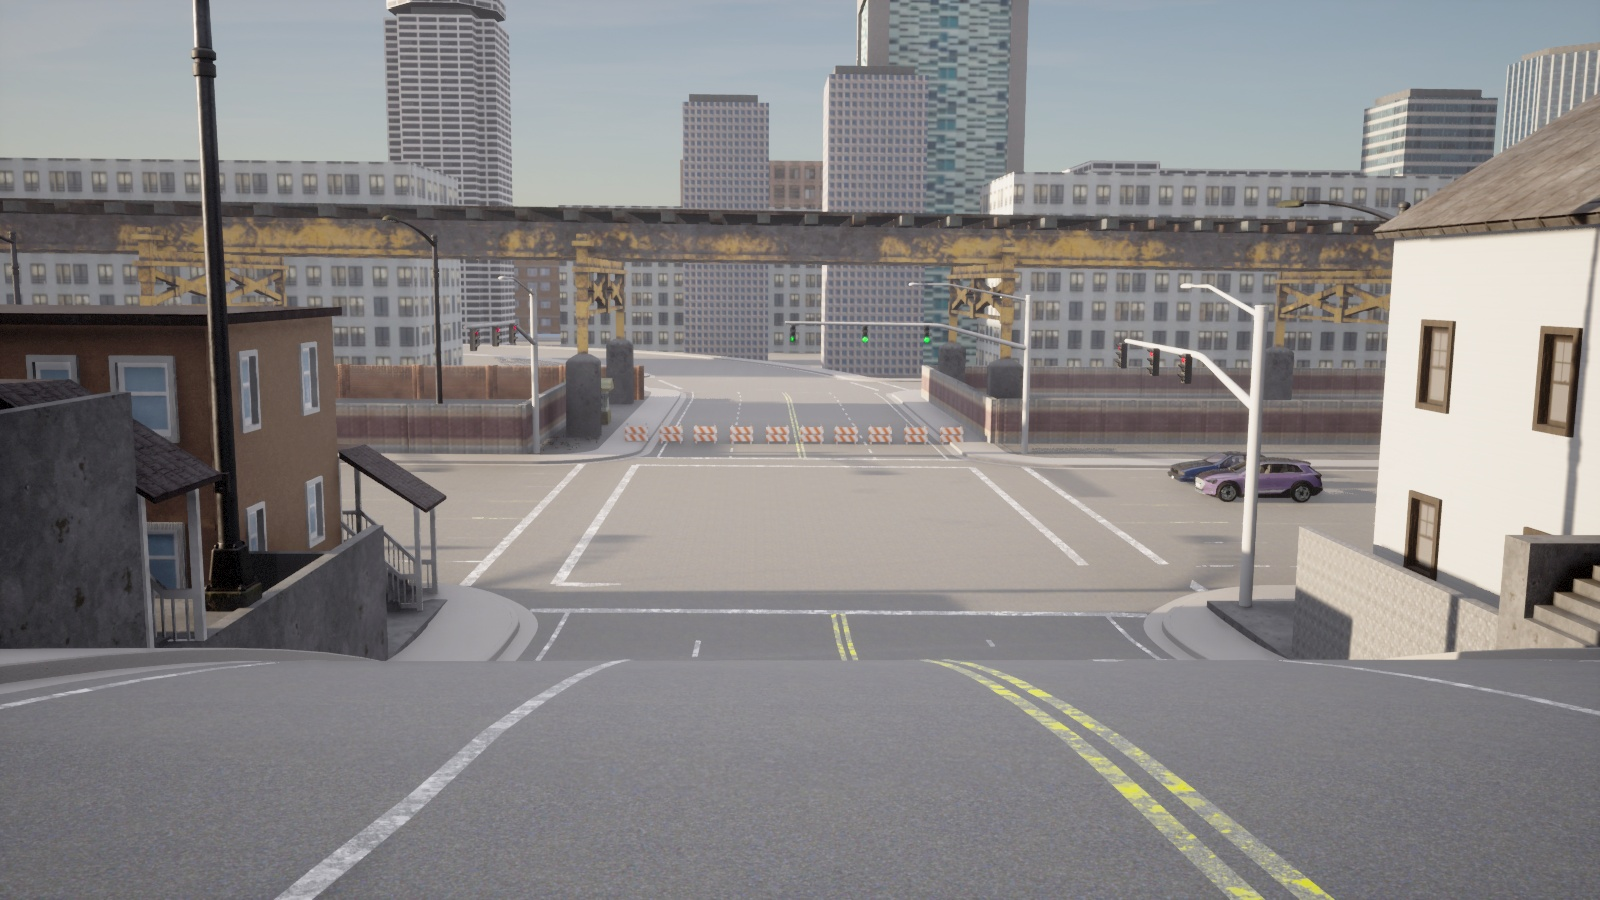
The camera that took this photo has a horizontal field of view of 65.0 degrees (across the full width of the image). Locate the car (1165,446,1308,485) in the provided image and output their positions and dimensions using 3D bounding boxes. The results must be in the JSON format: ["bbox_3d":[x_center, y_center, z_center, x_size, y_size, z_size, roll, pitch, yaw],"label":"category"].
[{"bbox_3d":[18.591,0.645,53.628,5.357,1.411,2.033,0,8,0],"label":"car"}]

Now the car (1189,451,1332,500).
[{"bbox_3d":[18.327,0.991,50.138,4.856,1.649,2.033,0,8,0],"label":"car"}]
